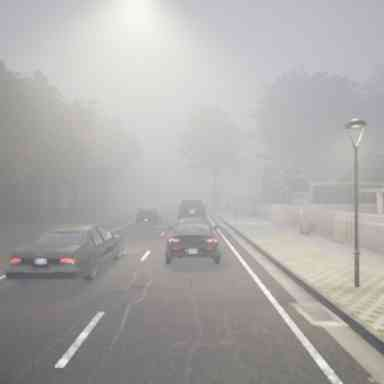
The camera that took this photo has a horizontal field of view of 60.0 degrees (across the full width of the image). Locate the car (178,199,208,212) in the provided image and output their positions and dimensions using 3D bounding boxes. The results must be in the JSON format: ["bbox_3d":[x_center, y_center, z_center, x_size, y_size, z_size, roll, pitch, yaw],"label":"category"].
[{"bbox_3d":[0.035,1.564,26.237,2.150,2.045,5.566,0,0,1],"label":"car"}]

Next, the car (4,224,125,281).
[{"bbox_3d":[-3.477,1.682,10.200,2.033,1.411,5.357,0,-1,1],"label":"car"}]

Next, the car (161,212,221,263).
[{"bbox_3d":[0.046,1.689,12.469,1.812,1.442,4.674,0,-1,0],"label":"car"}]

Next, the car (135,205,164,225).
[{"bbox_3d":[-3.453,1.862,27.393,1.837,1.490,4.892,0,0,0],"label":"car"}]
